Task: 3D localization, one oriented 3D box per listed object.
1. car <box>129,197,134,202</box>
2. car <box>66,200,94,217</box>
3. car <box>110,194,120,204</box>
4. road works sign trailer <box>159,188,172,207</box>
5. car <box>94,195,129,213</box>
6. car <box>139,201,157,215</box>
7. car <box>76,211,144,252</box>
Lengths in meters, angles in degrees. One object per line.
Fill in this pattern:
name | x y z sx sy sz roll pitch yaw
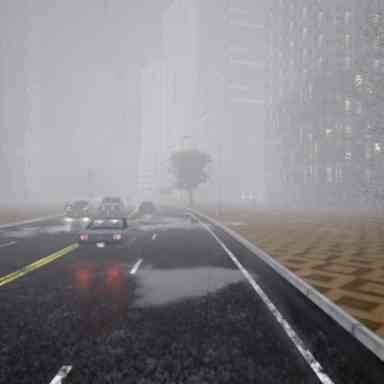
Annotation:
car | -14.032 1.778 74.769 1.812 1.442 4.674 0 0 -11
car | -11.430 1.624 34.467 2.097 1.767 4.553 0 0 -5
car | -17.483 1.591 75.415 2.150 2.045 5.566 0 0 -12
road works sign trailer | -4.940 0.883 61.563 2.380 3.560 2.880 0 0 -10
car | -8.102 1.481 33.823 2.150 2.045 5.566 0 0 -5
car | -5.095 1.760 38.377 1.882 1.535 5.008 0 0 -6
car | -3.461 1.722 14.628 1.895 1.301 4.718 0 0 -2
